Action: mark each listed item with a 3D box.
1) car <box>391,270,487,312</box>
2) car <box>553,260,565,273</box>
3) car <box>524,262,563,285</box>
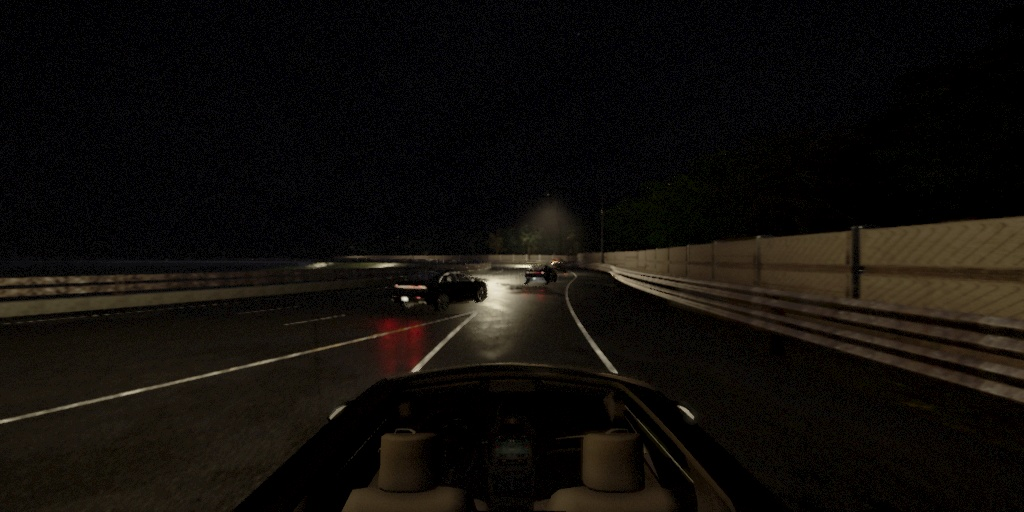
[{"bbox_3d":[-2.759,1.317,14.771,2.128,1.511,4.902,0,0,24],"label":"car"},{"bbox_3d":[6.825,1.674,52.981,1.812,1.442,4.674,0,0,4],"label":"car"},{"bbox_3d":[2.319,1.440,28.226,2.128,1.511,4.902,0,0,17],"label":"car"}]
